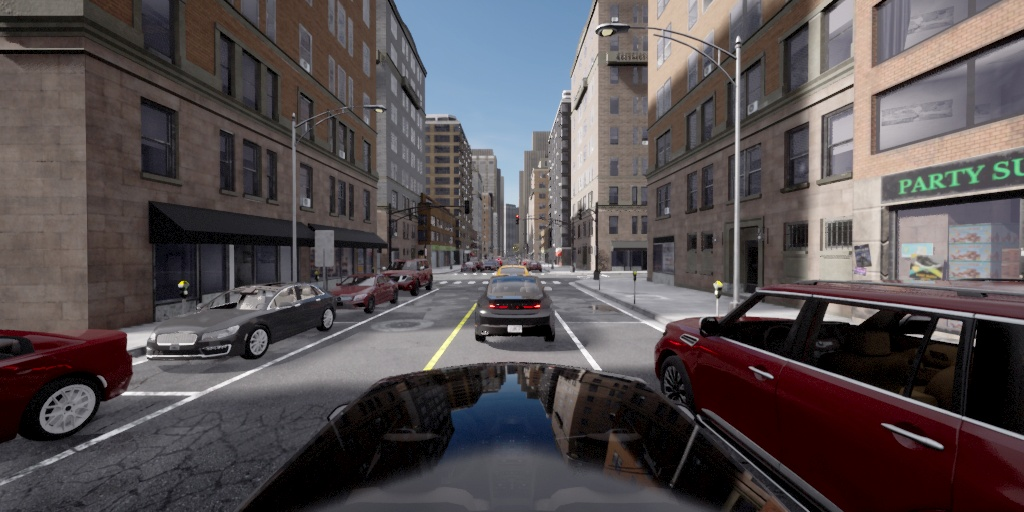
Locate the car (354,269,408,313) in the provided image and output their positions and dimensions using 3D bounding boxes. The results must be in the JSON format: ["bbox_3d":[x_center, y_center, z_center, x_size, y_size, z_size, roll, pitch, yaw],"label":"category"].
[{"bbox_3d":[-5.644,1.331,13.787,1.802,1.307,4.207,0,0,0],"label":"car"}]

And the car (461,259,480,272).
[{"bbox_3d":[-5.576,1.350,46.369,1.802,1.307,4.207,0,0,0],"label":"car"}]

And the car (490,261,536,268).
[{"bbox_3d":[0.048,1.228,18.937,1.882,1.535,5.008,0,0,1],"label":"car"}]

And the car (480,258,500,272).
[{"bbox_3d":[-3.005,1.333,46.776,1.994,1.385,4.181,0,0,0],"label":"car"}]

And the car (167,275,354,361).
[{"bbox_3d":[-5.656,1.299,8.204,2.007,1.370,4.403,0,0,0],"label":"car"}]

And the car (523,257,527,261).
[{"bbox_3d":[2.961,1.300,52.112,1.751,1.417,4.829,0,0,0],"label":"car"}]

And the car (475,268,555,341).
[{"bbox_3d":[0.079,1.254,9.819,1.837,1.490,4.892,0,0,0],"label":"car"}]

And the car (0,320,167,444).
[{"bbox_3d":[-5.668,1.295,2.622,1.888,1.381,4.507,0,0,0],"label":"car"}]

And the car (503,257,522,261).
[{"bbox_3d":[0.136,1.325,53.408,2.033,1.411,5.357,0,0,1],"label":"car"}]

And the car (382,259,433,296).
[{"bbox_3d":[-5.633,1.065,19.369,2.192,1.841,5.009,0,0,0],"label":"car"}]

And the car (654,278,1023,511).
[{"bbox_3d":[2.858,1.064,2.626,2.192,1.841,5.009,0,0,0],"label":"car"}]

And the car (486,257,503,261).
[{"bbox_3d":[-2.977,1.330,57.203,2.033,1.411,5.357,0,0,0],"label":"car"}]

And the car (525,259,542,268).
[{"bbox_3d":[2.949,1.350,46.379,1.802,1.307,4.207,0,0,0],"label":"car"}]

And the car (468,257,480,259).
[{"bbox_3d":[-5.565,1.090,51.934,2.192,1.841,5.009,0,0,0],"label":"car"}]
